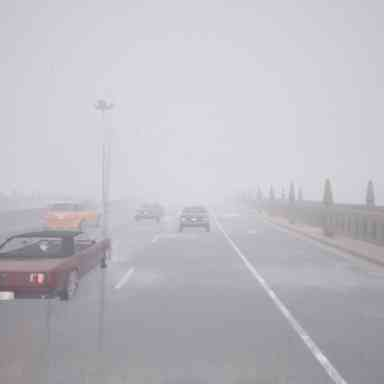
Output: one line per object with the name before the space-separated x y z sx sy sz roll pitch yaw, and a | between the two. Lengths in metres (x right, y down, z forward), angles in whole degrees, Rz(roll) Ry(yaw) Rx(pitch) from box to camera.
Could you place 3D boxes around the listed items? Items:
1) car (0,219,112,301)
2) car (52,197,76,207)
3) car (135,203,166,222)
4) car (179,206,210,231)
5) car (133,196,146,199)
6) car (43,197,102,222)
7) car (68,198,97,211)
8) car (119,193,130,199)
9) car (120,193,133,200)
car | -3.397 1.601 8.296 1.895 1.301 4.718 0 0 0
car | -20.154 1.506 52.545 1.837 1.490 4.892 0 0 2
car | -3.235 1.549 26.319 2.033 1.411 5.357 0 0 1
car | 0.163 1.548 20.729 2.033 1.411 5.357 0 0 1
car | -12.272 1.604 80.923 1.895 1.301 4.718 0 0 2
car | -6.841 1.353 19.563 2.097 1.767 4.553 0 0 1
car | -13.512 1.508 41.226 1.837 1.490 4.892 0 0 2
car | -18.913 1.084 93.354 2.097 1.767 4.553 0 0 2
car | -15.758 1.234 81.442 2.150 2.045 5.566 0 0 2
